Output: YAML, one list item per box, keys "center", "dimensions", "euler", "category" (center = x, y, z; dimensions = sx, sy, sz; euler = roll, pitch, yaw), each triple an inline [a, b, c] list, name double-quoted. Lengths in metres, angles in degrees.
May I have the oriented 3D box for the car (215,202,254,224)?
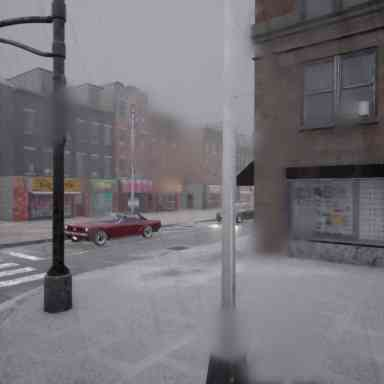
- center: [3.633, 1.576, 26.012]
  dimensions: [1.837, 1.490, 4.892]
  euler: [0, 0, 35]
  category: "car"

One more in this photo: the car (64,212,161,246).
- center: [-3.650, 1.633, 15.774]
  dimensions: [1.895, 1.301, 4.718]
  euler: [0, 0, 35]
  category: "car"
